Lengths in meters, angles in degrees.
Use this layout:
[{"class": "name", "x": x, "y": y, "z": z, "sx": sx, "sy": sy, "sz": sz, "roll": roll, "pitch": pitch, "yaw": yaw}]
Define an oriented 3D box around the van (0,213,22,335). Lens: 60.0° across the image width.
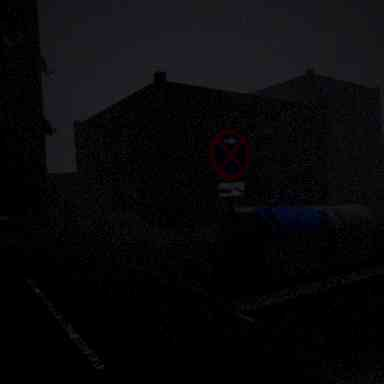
[{"class": "van", "x": -4.375, "y": 1.252, "z": 6.027, "sx": 1.878, "sy": 1.987, "sz": 4.442, "roll": 1, "pitch": 0, "yaw": -35}]
